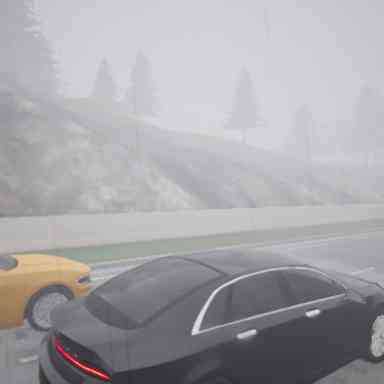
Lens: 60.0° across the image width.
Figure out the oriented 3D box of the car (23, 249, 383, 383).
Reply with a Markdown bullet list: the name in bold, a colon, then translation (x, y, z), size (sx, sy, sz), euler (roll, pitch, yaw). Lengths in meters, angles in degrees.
- **car**: translation (0.750, 1.502, 4.230), size (4.892, 1.490, 1.837), euler (0, 0, -36)

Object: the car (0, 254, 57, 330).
- **car**: translation (-4.079, 1.467, 5.106), size (5.008, 1.535, 1.882), euler (0, 0, -36)
